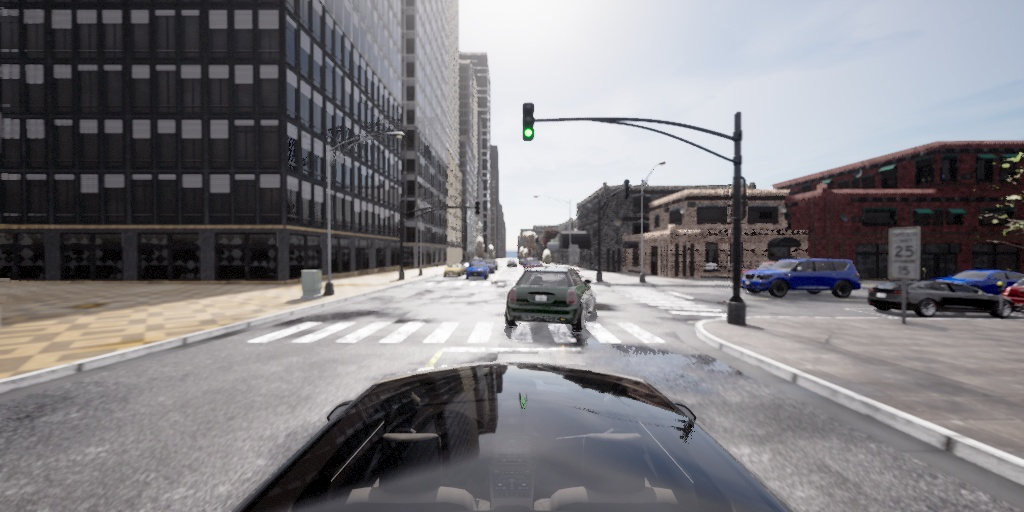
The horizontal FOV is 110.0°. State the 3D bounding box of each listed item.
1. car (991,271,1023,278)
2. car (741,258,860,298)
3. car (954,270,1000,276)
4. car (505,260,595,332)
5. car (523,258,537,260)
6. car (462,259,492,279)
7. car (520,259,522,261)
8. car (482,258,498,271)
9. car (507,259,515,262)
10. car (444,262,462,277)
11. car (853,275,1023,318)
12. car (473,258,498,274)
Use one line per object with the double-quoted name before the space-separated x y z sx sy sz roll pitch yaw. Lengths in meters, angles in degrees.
"car" 21.943 1.506 13.823 4.097 1.591 1.967 0 0 1
"car" 15.706 1.152 19.676 5.566 2.045 2.150 1 1 1
"car" 25.674 1.502 19.563 5.008 1.535 1.882 1 1 1
"car" 1.376 1.124 11.366 2.097 1.767 4.553 0 0 17
"car" 2.635 1.282 42.531 1.967 1.591 4.097 0 0 0
"car" -3.144 1.299 33.272 1.882 1.535 5.008 0 0 0
"car" 2.620 1.184 53.819 2.192 1.841 5.009 0 0 0
"car" -3.150 1.219 53.238 2.097 1.767 4.553 0 0 0
"car" 0.020 1.496 65.013 1.895 1.301 4.718 0 0 0
"car" -5.876 1.355 36.760 1.751 1.417 4.829 0 0 0
"car" 16.395 1.579 13.887 4.313 1.339 1.948 0 0 1
"car" -3.153 1.196 43.186 2.097 1.767 4.553 0 0 0
